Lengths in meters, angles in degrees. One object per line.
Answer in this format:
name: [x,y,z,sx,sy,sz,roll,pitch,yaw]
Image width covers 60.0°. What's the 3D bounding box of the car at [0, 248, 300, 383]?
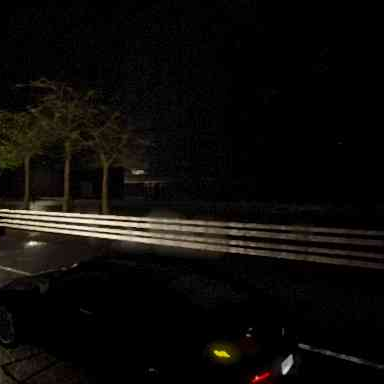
car: [-0.927,1.539,4.645,4.674,1.442,1.812,0,0,35]
